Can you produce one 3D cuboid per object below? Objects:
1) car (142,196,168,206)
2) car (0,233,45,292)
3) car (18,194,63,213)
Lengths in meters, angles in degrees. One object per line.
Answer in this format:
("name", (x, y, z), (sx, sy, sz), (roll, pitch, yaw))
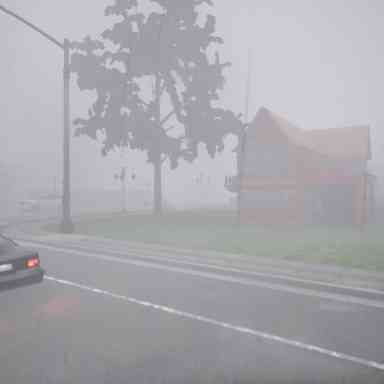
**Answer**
("car", (-5.949, 1.334, 53.431), (2.097, 1.767, 4.553), (0, 0, 34))
("car", (-5.735, 1.543, 8.025), (5.357, 1.411, 2.033), (0, 0, 36))
("car", (-16.633, 1.203, 37.616), (2.150, 2.045, 5.566), (0, 0, 33))
